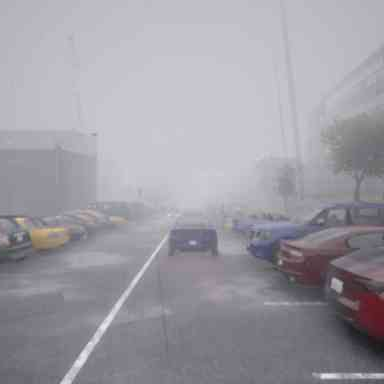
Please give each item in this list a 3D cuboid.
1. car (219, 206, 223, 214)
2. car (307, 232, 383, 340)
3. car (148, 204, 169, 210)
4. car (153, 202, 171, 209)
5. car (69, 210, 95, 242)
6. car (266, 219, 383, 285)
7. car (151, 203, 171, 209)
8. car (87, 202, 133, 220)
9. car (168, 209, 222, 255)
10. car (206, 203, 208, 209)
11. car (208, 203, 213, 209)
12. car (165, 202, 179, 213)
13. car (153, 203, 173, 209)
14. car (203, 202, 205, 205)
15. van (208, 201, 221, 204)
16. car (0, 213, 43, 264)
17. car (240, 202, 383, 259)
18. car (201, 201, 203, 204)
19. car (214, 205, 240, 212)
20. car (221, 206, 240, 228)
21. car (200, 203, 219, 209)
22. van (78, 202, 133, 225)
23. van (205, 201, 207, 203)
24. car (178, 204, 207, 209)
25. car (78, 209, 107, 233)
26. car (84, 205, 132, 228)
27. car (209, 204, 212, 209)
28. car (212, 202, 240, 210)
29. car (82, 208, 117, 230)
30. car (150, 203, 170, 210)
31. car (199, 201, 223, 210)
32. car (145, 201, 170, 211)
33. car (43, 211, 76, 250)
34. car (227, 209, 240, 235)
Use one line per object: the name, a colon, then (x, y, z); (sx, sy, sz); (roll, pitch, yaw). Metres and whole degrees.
car: (4.681, 2.038, 24.914); (4.792, 1.488, 2.163); (0, -1, 0)
car: (4.680, 1.552, 5.385); (4.792, 1.488, 2.163); (0, -1, 0)
car: (-7.671, 3.393, 76.396); (4.674, 1.452, 2.002); (0, -2, 0)
car: (-7.704, 3.461, 85.337); (4.553, 1.767, 2.185); (0, -2, 0)
car: (-7.650, 1.813, 16.395); (4.792, 1.488, 2.163); (0, -2, 0)
car: (4.650, 1.576, 8.217); (5.008, 1.535, 2.097); (0, -2, 0)
car: (-7.703, 3.540, 82.396); (4.792, 1.488, 2.163); (0, -2, 0)
car: (-7.706, 1.821, 27.437); (5.566, 2.045, 2.435); (0, -1, 0)
car: (0.056, 1.731, 14.446); (1.882, 1.535, 5.008); (0, -1, 0)
car: (4.648, 2.523, 44.587); (5.008, 1.535, 2.097); (0, -1, 0)
car: (4.659, 2.375, 38.877); (4.892, 1.521, 2.231); (0, -1, 0)
car: (-3.057, 2.863, 56.734); (1.837, 1.490, 4.892); (0, -1, 0)
car: (-7.858, 3.738, 91.207); (5.366, 1.575, 1.946); (0, -1, 0)
car: (4.683, 2.842, 55.635); (4.792, 1.488, 2.163); (0, -2, 0)
van: (4.537, 2.222, 41.676); (4.442, 1.987, 1.878); (0, -1, 0)
car: (-7.648, 1.508, 10.691); (4.553, 1.767, 2.185); (0, -1, 0)
car: (4.623, 1.392, 10.957); (5.566, 2.045, 2.435); (0, -1, 0)
car: (4.683, 2.708, 61.226); (5.566, 2.045, 2.435); (0, -1, 0)
car: (4.838, 2.079, 27.707); (5.366, 1.575, 1.946); (0, -2, 0)
car: (4.837, 1.933, 22.121); (5.366, 1.575, 1.946); (0, -2, 0)
car: (4.651, 3.694, 89.270); (4.892, 1.521, 2.231); (0, -1, 0)
van: (-7.794, 1.919, 30.227); (4.442, 1.987, 1.878); (0, -1, 0)
van: (4.771, 2.514, 52.846); (4.442, 1.987, 1.878); (0, -2, 0)
car: (0.060, 2.127, 29.546); (1.882, 1.535, 5.008); (0, -1, 1)
car: (-7.675, 1.896, 19.183); (4.674, 1.452, 2.002); (0, -1, 0)
car: (-7.493, 1.999, 24.766); (5.366, 1.575, 1.946); (0, -1, 0)
car: (4.647, 2.302, 36.084); (4.892, 1.521, 2.231); (0, -1, 0)
car: (4.620, 2.103, 33.297); (4.553, 1.767, 2.185); (0, -2, 0)
car: (-7.676, 1.966, 21.850); (4.674, 1.452, 2.002); (0, -2, 0)
car: (-7.671, 3.473, 79.457); (4.674, 1.452, 2.002); (0, -1, 0)
car: (4.628, 3.219, 80.774); (5.566, 2.045, 2.435); (0, -1, 0)
car: (-7.703, 2.951, 70.654); (5.566, 2.045, 2.435); (0, -1, 0)
car: (-7.864, 1.707, 13.605); (5.366, 1.575, 1.946); (0, -1, 0)
car: (4.681, 1.892, 19.328); (4.792, 1.488, 2.163); (0, -1, 0)
